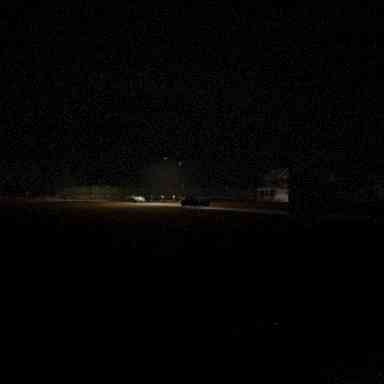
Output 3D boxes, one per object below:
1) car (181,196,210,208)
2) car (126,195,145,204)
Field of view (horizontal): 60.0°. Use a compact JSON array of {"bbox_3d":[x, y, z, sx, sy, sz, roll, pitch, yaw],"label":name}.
[{"bbox_3d":[0.383,1.186,42.419,1.812,1.442,4.674,1,-1,-36],"label":"car"},{"bbox_3d":[-9.604,1.187,56.435,1.812,1.442,4.674,1,-1,-36],"label":"car"}]
